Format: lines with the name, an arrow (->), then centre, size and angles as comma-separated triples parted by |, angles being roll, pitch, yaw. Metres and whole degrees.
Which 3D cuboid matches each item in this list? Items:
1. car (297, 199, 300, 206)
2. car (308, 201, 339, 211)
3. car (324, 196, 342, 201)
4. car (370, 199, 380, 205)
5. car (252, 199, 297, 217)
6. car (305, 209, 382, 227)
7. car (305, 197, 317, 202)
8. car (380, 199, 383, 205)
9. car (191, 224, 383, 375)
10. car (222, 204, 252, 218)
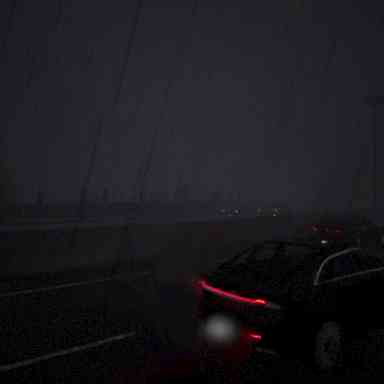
car -> 22.269, 2.207, 72.030 | 2.128, 1.511, 4.902 | 0, -1, 12
car -> 12.445, 1.916, 31.768 | 2.033, 1.411, 5.357 | 0, -1, 36
car -> 28.845, 1.887, 69.086 | 2.150, 2.045, 5.566 | 0, -1, 12
car -> 45.474, 2.548, 81.304 | 1.837, 1.490, 4.892 | 0, 0, 3
car -> 7.975, 1.687, 31.750 | 2.097, 1.767, 4.553 | 0, -1, 37
car -> 6.806, 1.681, 14.451 | 4.892, 1.490, 1.837 | 1, 0, -44
car -> 25.324, 2.231, 69.321 | 1.994, 1.385, 4.181 | 0, -1, 12
car -> 44.936, 2.460, 74.735 | 1.882, 1.535, 5.008 | 0, 0, 6
car -> 2.235, 1.558, 5.760 | 4.902, 1.511, 2.128 | 1, -1, -39
car -> 4.944, 1.928, 33.451 | 1.895, 1.301, 4.718 | 0, -1, 38
